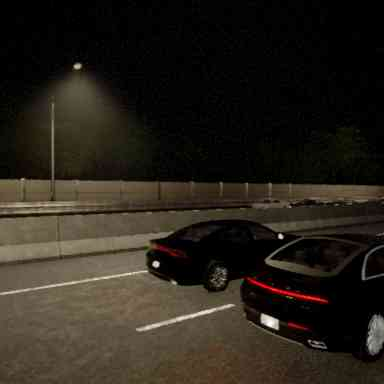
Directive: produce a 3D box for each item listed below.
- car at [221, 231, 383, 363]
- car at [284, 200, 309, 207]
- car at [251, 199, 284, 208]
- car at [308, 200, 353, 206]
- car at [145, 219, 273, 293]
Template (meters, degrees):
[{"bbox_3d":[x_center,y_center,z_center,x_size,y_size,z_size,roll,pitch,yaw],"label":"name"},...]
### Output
[{"bbox_3d":[3.019,1.496,5.899,4.892,1.490,1.837,0,0,-35],"label":"car"},{"bbox_3d":[11.808,1.512,33.899,4.181,1.385,1.994,0,0,-35],"label":"car"},{"bbox_3d":[8.447,1.477,35.803,4.674,1.442,1.812,0,0,-35],"label":"car"},{"bbox_3d":[13.510,1.496,30.819,5.357,1.411,2.033,0,0,-35],"label":"car"},{"bbox_3d":[1.201,1.468,8.902,5.008,1.535,1.882,0,0,-35],"label":"car"}]
